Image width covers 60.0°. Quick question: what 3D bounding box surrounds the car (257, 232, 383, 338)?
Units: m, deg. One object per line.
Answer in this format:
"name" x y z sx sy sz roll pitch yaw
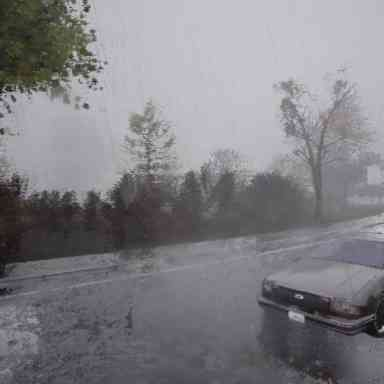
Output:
"car" 3.713 1.593 6.957 5.357 1.411 2.033 0 -1 -39
